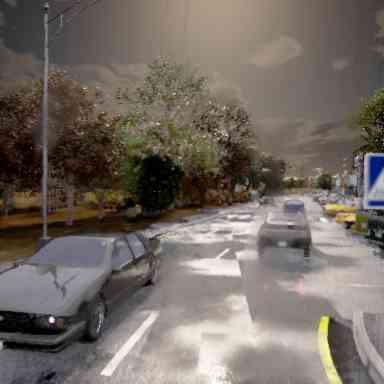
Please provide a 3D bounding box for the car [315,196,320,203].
[{"bbox_3d":[15.246,1.475,32.265,5.366,1.575,1.946,1,1,-2],"label":"car"}]

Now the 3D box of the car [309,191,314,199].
[{"bbox_3d":[23.969,0.959,57.870,5.566,2.045,2.435,2,1,-2],"label":"car"}]

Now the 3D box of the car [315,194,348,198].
[{"bbox_3d":[19.217,1.395,43.659,4.674,1.452,2.002,1,1,-2],"label":"car"}]

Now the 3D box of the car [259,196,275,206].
[{"bbox_3d":[10.789,1.299,47.598,1.994,1.385,4.181,1,1,19],"label":"car"}]

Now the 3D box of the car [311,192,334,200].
[{"bbox_3d":[31.664,0.898,80.655,4.553,1.767,2.185,1,1,-2],"label":"car"}]

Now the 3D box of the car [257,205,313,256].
[{"bbox_3d":[3.765,1.523,13.411,2.128,1.511,4.902,1,0,18],"label":"car"}]

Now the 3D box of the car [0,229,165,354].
[{"bbox_3d":[-1.991,1.514,6.753,2.033,1.411,5.357,1,0,10],"label":"car"}]

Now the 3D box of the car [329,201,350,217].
[{"bbox_3d":[11.861,1.602,20.865,5.366,1.575,1.946,1,1,-2],"label":"car"}]

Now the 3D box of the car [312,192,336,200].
[{"bbox_3d":[29.690,0.939,74.971,4.553,1.767,2.185,1,1,-1],"label":"car"}]

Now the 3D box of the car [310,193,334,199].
[{"bbox_3d":[32.575,1.002,83.518,5.008,1.535,2.097,1,1,-2],"label":"car"}]

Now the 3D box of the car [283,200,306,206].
[{"bbox_3d":[9.332,1.444,30.397,1.882,1.535,5.008,1,1,18],"label":"car"}]

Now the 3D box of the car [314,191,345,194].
[{"bbox_3d":[21.153,1.170,49.348,4.553,1.767,2.185,1,1,-1],"label":"car"}]

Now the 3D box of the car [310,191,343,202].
[{"bbox_3d":[26.830,0.882,66.420,5.566,2.045,2.435,1,1,-1],"label":"car"}]

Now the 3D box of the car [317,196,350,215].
[{"bbox_3d":[14.305,1.507,29.415,5.366,1.575,1.946,1,1,-2],"label":"car"}]

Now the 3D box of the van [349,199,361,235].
[{"bbox_3d":[9.957,1.372,15.159,4.442,1.987,1.878,1,0,-2],"label":"van"}]

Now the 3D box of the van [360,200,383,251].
[{"bbox_3d":[9.036,1.365,12.303,4.442,1.987,1.878,1,0,-2],"label":"van"}]

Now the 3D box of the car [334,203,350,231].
[{"bbox_3d":[10.759,1.602,17.997,5.008,1.535,2.097,1,1,-2],"label":"car"}]

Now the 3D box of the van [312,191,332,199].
[{"bbox_3d":[33.654,0.759,86.367,4.442,1.987,1.878,1,1,-2],"label":"van"}]

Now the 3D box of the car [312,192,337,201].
[{"bbox_3d":[28.736,0.961,72.125,4.553,1.767,2.185,1,1,-1],"label":"car"}]

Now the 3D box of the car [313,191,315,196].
[{"bbox_3d":[22.107,1.141,52.194,4.553,1.767,2.185,1,1,-1],"label":"car"}]

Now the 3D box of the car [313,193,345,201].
[{"bbox_3d":[20.136,1.353,46.506,4.792,1.488,2.163,1,1,-2],"label":"car"}]
